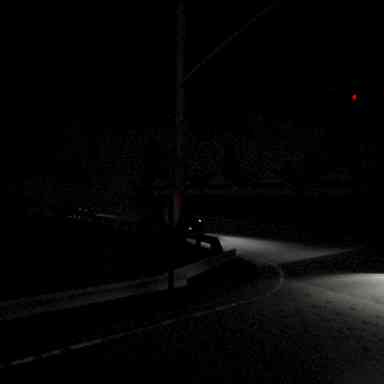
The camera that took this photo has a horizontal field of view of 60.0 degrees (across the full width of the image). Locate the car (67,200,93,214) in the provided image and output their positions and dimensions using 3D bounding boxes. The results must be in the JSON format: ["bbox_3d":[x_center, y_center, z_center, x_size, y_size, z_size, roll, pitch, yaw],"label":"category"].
[{"bbox_3d":[-12.357,1.687,36.629,1.837,1.490,4.892,-1,0,-34],"label":"car"}]

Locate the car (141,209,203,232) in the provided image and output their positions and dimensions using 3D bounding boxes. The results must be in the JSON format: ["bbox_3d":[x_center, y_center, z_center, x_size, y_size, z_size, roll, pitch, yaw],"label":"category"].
[{"bbox_3d":[-1.357,1.784,20.886,1.895,1.301,4.718,0,0,-35],"label":"car"}]
